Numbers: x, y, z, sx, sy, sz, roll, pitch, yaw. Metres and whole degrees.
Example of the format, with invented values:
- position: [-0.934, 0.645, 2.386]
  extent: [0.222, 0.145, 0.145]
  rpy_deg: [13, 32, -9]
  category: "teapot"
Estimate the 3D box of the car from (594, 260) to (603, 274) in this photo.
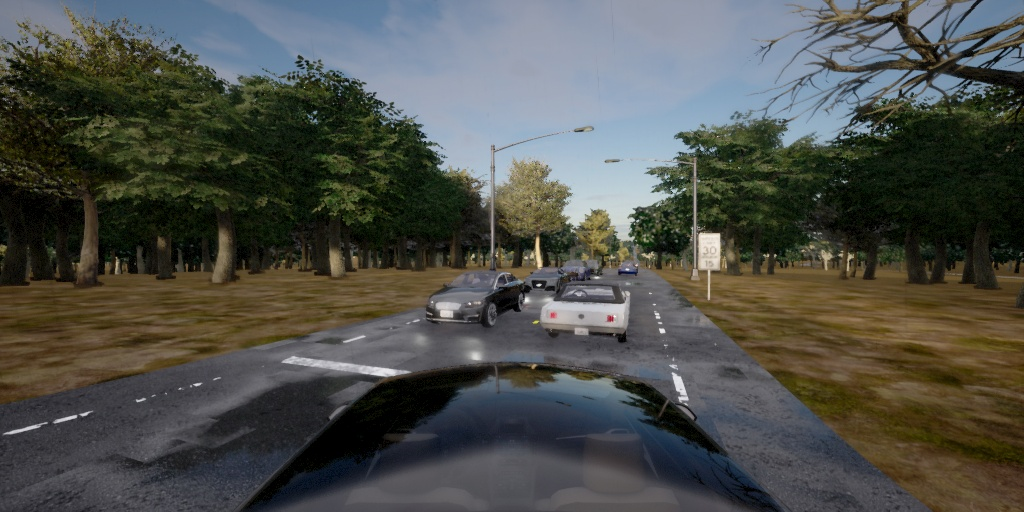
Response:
- position: [8.290, 1.165, 37.636]
  extent: [2.097, 1.767, 4.553]
  rpy_deg: [0, -1, 20]
  category: "car"

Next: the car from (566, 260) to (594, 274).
- position: [4.969, 1.094, 28.330]
  extent: [2.097, 1.767, 4.553]
  rpy_deg: [0, 0, 20]
  category: "car"

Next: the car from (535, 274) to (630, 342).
- position: [2.250, 1.344, 9.843]
  extent: [1.895, 1.301, 4.718]
  rpy_deg: [0, 0, 19]
  category: "car"

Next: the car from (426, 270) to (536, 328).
- position: [-0.950, 1.233, 11.623]
  extent: [2.128, 1.511, 4.902]
  rpy_deg: [0, 0, 18]
  category: "car"

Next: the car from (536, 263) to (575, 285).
- position: [2.033, 1.296, 20.029]
  extent: [1.994, 1.385, 4.181]
  rpy_deg: [0, 0, 20]
  category: "car"

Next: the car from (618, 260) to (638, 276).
- position: [12.711, 1.416, 39.283]
  extent: [1.994, 1.385, 4.181]
  rpy_deg: [0, -1, 20]
  category: "car"
